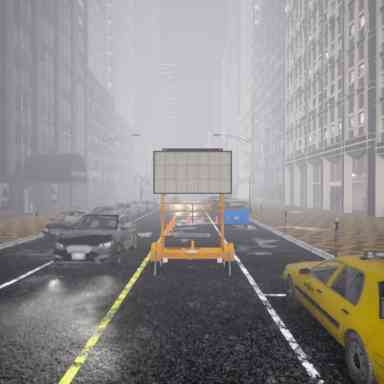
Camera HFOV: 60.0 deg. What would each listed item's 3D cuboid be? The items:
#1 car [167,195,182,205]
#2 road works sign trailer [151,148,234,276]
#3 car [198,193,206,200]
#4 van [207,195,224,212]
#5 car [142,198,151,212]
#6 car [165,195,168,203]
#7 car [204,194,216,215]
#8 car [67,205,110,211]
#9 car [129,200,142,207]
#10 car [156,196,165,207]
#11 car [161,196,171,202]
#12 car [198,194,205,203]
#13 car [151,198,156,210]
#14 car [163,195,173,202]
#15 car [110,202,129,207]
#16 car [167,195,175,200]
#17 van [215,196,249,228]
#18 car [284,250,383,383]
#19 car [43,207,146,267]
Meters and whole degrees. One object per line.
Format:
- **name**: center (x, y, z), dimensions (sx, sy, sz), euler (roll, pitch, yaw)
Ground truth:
- **car**: center (-2.975, 1.490, 60.899), dimensions (1.837, 1.490, 4.892), euler (0, 0, 0)
- **road works sign trailer**: center (0.020, 0.462, 10.279), dimensions (2.380, 3.560, 2.880), euler (0, 0, 0)
- **car**: center (2.717, 1.291, 90.116), dimensions (2.192, 1.841, 5.009), euler (-1, 0, 0)
- **van**: center (2.696, 1.332, 38.963), dimensions (1.690, 1.788, 3.998), euler (-1, 0, 0)
- **car**: center (-5.685, 1.543, 33.283), dimensions (2.008, 1.369, 4.403), euler (-1, 0, 0)
- **car**: center (-5.673, 1.536, 61.701), dimensions (2.008, 1.369, 4.403), euler (-1, 0, 0)
- **car**: center (2.694, 1.307, 33.279), dimensions (2.192, 1.841, 5.009), euler (-1, 0, 0)
- **car**: center (-5.691, 1.547, 16.232), dimensions (2.008, 1.369, 4.403), euler (-1, 0, 0)
- **car**: center (-5.687, 1.538, 27.599), dimensions (1.887, 1.381, 4.507), euler (-1, 0, 0)
- **car**: center (-5.678, 1.539, 50.334), dimensions (2.008, 1.369, 4.403), euler (-1, 0, 0)
- **car**: center (-5.668, 1.563, 73.068), dimensions (1.802, 1.307, 4.206), euler (-1, 0, 0)
- **car**: center (2.708, 1.536, 61.697), dimensions (2.008, 1.369, 4.403), euler (-1, 0, 0)
- **car**: center (-5.682, 1.573, 38.967), dimensions (1.802, 1.307, 4.206), euler (-1, 0, 0)
- **car**: center (-5.667, 1.420, 78.752), dimensions (1.967, 1.590, 4.097), euler (-1, 0, 0)
- **car**: center (-5.689, 1.561, 21.916), dimensions (1.947, 1.339, 4.313), euler (-1, 0, 0)
- **car**: center (-5.661, 1.501, 89.950), dimensions (1.752, 1.417, 4.829), euler (-1, 0, 0)
- **van**: center (2.690, 1.336, 21.912), dimensions (1.690, 1.788, 3.998), euler (-1, 0, 0)
- **car**: center (2.685, 1.524, 5.031), dimensions (1.752, 1.417, 4.829), euler (-1, 0, 0)
- **car**: center (-3.099, 1.489, 11.517), dimensions (2.128, 1.511, 4.902), euler (0, 0, 0)
